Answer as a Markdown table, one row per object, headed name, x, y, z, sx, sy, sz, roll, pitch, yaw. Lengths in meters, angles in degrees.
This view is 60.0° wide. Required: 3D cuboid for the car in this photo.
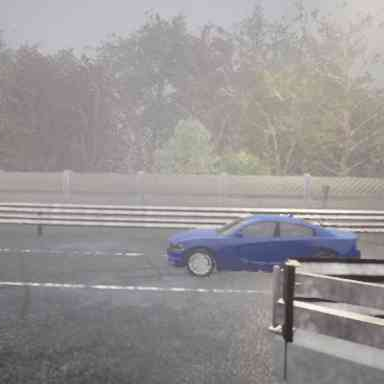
| name | x | y | z | sx | sy | sz | roll | pitch | yaw |
| --- | --- | --- | --- | --- | --- | --- | --- | --- | --- |
| car | 1.843 | 1.367 | 9.022 | 5.008 | 1.535 | 1.882 | 1 | 1 | 1 |
